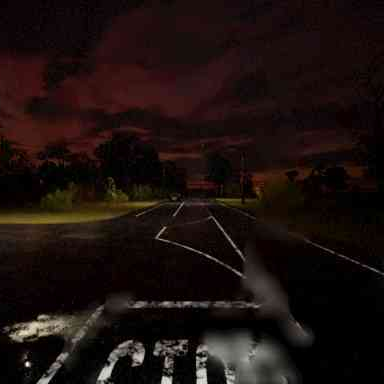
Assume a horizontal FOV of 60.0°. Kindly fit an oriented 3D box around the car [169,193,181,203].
[{"bbox_3d":[-3.458,1.144,68.019,2.150,2.045,5.566,0,0,0],"label":"car"}]
